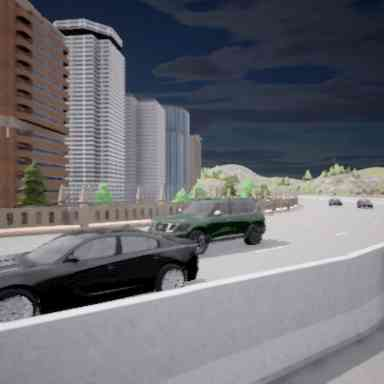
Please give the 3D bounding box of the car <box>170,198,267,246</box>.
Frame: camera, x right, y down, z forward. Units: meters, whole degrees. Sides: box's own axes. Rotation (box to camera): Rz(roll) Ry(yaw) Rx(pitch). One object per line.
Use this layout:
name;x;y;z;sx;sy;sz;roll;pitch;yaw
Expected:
car;0.849;1.271;13.899;5.566;2.045;2.150;0;0;-42

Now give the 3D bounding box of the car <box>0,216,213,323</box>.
car;-2.118;1.509;6.981;5.008;1.535;1.882;0;0;-38

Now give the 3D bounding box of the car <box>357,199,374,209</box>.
car;24.645;1.660;47.412;2.033;1.411;5.357;0;0;23

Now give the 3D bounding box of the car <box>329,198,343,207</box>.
car;23.823;1.690;55.198;2.033;1.411;5.357;0;0;19
